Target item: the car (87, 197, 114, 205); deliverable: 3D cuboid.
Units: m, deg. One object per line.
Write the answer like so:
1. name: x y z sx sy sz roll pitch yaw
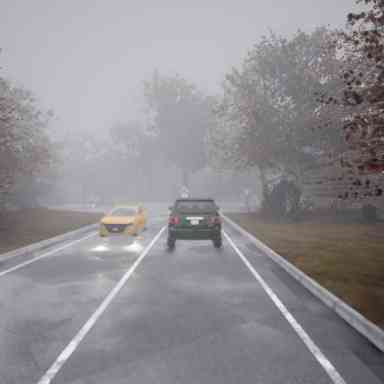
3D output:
1. car: -16.196 1.583 59.443 2.033 1.411 5.357 0 0 27

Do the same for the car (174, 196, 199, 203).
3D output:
1. car: -1.095 1.540 68.835 4.892 1.490 1.837 -1 0 5

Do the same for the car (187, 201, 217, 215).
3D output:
1. car: 1.149 1.622 34.878 1.895 1.301 4.718 0 0 18

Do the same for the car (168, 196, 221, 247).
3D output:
1. car: 0.101 1.231 15.171 2.150 2.045 5.566 0 0 0

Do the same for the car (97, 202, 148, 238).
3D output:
1. car: -3.585 1.488 18.082 1.882 1.535 5.008 0 0 0
